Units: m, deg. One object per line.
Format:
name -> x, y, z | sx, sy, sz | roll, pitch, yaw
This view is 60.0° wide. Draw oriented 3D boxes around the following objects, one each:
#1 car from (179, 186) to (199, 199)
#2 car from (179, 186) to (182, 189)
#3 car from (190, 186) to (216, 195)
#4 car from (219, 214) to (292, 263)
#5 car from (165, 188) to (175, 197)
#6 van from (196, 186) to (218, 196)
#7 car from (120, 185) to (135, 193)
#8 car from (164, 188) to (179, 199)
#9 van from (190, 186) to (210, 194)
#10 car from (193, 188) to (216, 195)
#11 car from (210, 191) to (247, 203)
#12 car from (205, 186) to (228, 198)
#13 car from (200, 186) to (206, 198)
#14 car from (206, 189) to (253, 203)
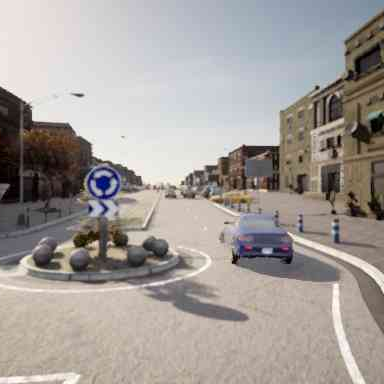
car -> -0.521, 0.299, 55.104 | 2.128, 1.511, 4.902 | 0, 1, -4
car -> -1.362, 0.069, 64.954 | 1.837, 1.490, 4.892 | 0, 1, -5
car -> 2.452, -0.395, 75.114 | 5.566, 2.045, 2.435 | 0, 1, -5
car -> 2.140, 1.487, 11.653 | 1.812, 1.442, 4.674 | 2, 0, 1
car -> -4.353, 0.060, 64.714 | 1.837, 1.490, 4.892 | 0, 1, -5
van -> 3.045, -0.261, 69.508 | 4.442, 1.987, 1.878 | 0, 1, -5
car -> -19.593, -0.770, 92.591 | 5.566, 2.045, 2.435 | 0, 1, -4
car -> -3.506, 0.401, 54.788 | 1.895, 1.301, 4.718 | 0, 2, -4
van -> 1.924, -0.461, 80.601 | 4.442, 1.987, 1.878 | 0, 1, -5
car -> 2.702, -0.052, 72.372 | 4.674, 1.452, 2.002 | 0, 1, -5
car -> 4.899, 0.656, 44.911 | 4.674, 1.452, 2.002 | 0, 2, -5
car -> 4.646, 0.403, 47.648 | 4.553, 1.767, 2.185 | 0, 2, -5
car -> 4.487, 0.194, 50.395 | 5.566, 2.045, 2.435 | 0, 2, -5
car -> 4.931, 0.703, 42.147 | 5.366, 1.575, 1.946 | 0, 2, -5
